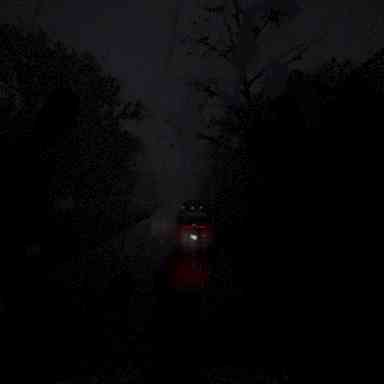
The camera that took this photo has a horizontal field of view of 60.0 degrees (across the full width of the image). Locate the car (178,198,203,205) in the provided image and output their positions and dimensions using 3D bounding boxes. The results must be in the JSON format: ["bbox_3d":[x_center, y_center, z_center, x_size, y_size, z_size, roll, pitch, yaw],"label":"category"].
[{"bbox_3d":[0.036,1.504,32.443,2.097,1.767,4.553,0,0,0],"label":"car"}]

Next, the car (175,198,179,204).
[{"bbox_3d":[-3.096,2.150,73.530,2.128,1.511,4.902,0,-1,-1],"label":"car"}]

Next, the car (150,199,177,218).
[{"bbox_3d":[-2.911,1.642,32.286,2.128,1.511,4.902,0,0,0],"label":"car"}]

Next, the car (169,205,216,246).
[{"bbox_3d":[0.084,1.579,15.722,1.837,1.490,4.892,0,0,0],"label":"car"}]
